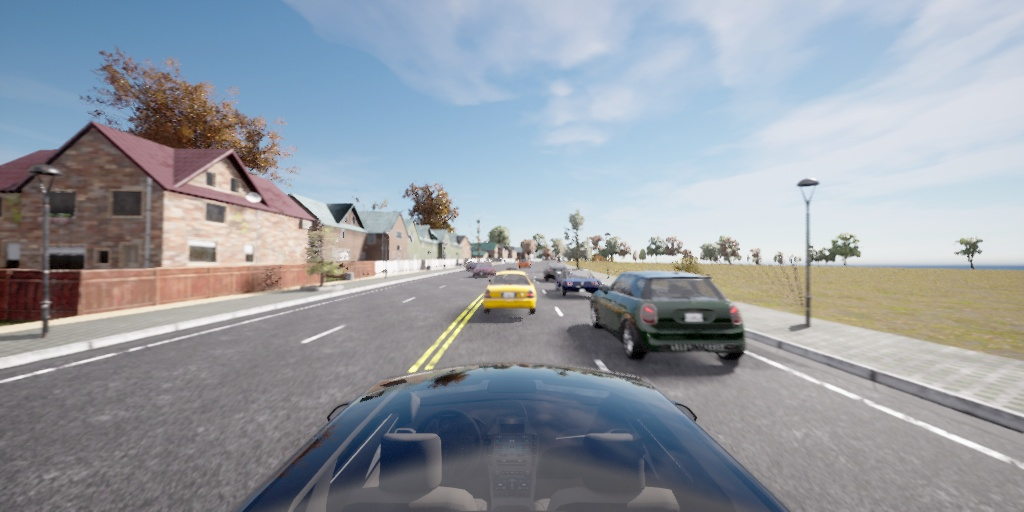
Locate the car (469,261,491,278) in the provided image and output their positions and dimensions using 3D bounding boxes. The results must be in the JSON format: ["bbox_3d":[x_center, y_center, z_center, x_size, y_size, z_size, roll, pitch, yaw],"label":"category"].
[{"bbox_3d":[-2.703,1.344,35.174,1.812,1.442,4.674,0,0,2],"label":"car"}]

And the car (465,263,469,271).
[{"bbox_3d":[-5.244,1.421,50.162,1.994,1.385,4.181,0,0,3],"label":"car"}]

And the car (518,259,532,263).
[{"bbox_3d":[2.156,1.238,62.539,2.097,1.767,4.553,0,0,4],"label":"car"}]

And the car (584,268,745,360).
[{"bbox_3d":[3.274,1.116,8.547,2.097,1.767,4.553,0,0,0],"label":"car"}]

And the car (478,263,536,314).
[{"bbox_3d":[-0.016,1.228,13.948,1.801,1.575,5.366,0,0,2],"label":"car"}]

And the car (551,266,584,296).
[{"bbox_3d":[3.429,1.386,19.549,1.895,1.301,4.718,0,0,1],"label":"car"}]

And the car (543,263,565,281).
[{"bbox_3d":[3.715,1.312,30.490,2.163,1.488,4.792,0,0,2],"label":"car"}]
